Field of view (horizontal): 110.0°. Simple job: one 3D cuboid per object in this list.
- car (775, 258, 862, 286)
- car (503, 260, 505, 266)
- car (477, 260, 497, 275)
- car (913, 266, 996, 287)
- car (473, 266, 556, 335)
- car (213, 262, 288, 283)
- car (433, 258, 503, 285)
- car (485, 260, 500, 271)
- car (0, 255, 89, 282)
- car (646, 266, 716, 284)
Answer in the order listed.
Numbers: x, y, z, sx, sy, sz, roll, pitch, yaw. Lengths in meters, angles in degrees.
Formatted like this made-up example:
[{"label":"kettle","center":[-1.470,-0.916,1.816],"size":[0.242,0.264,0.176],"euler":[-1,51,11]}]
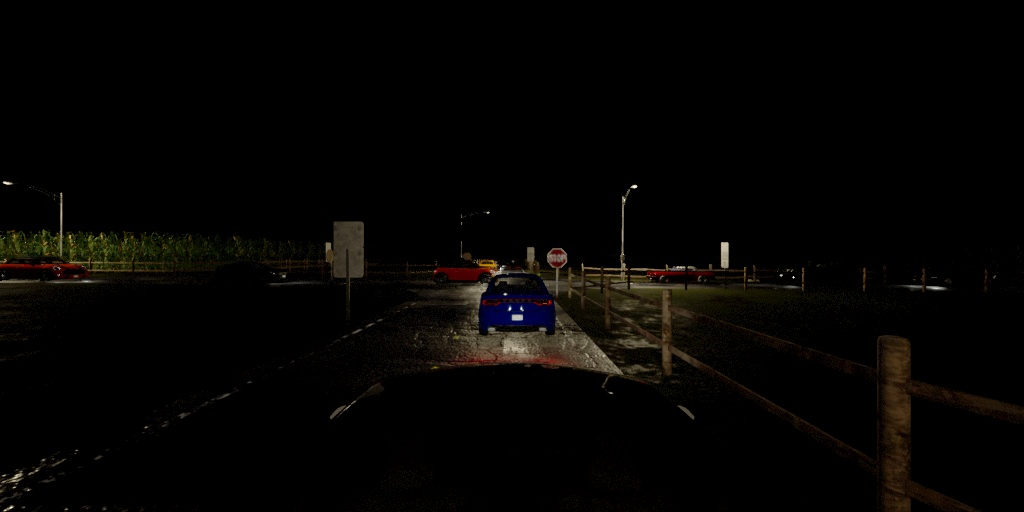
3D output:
[{"label":"car","center":[23.654,1.175,27.788],"size":[5.566,2.045,2.150],"euler":[1,0,0]},{"label":"car","center":[-2.665,1.247,61.238],"size":[1.837,1.490,4.892],"euler":[0,0,1]},{"label":"car","center":[-2.787,1.223,40.990],"size":[1.882,1.535,5.008],"euler":[0,0,1]},{"label":"car","center":[34.067,1.553,27.653],"size":[4.892,1.490,1.837],"euler":[0,0,1]},{"label":"car","center":[0.123,1.227,10.499],"size":[1.882,1.535,5.008],"euler":[0,0,0]},{"label":"car","center":[-18.434,1.144,25.342],"size":[4.674,1.442,1.812],"euler":[1,0,1]},{"label":"car","center":[-3.156,1.099,25.161],"size":[4.553,1.767,2.097],"euler":[0,0,1]},{"label":"car","center":[-2.713,1.309,51.006],"size":[1.994,1.385,4.181],"euler":[0,0,0]},{"label":"car","center":[-33.238,0.854,25.526],"size":[4.553,1.767,2.097],"euler":[0,0,1]},{"label":"car","center":[12.990,1.463,27.888],"size":[4.718,1.301,1.895],"euler":[0,0,0]}]
